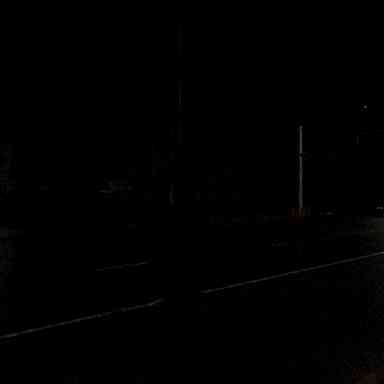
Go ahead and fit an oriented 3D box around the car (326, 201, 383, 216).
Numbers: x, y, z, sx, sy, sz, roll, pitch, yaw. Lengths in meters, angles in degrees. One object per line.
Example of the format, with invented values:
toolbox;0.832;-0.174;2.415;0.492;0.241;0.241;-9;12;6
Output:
car;16.036;1.547;32.765;2.033;1.411;5.357;0;0;-36
